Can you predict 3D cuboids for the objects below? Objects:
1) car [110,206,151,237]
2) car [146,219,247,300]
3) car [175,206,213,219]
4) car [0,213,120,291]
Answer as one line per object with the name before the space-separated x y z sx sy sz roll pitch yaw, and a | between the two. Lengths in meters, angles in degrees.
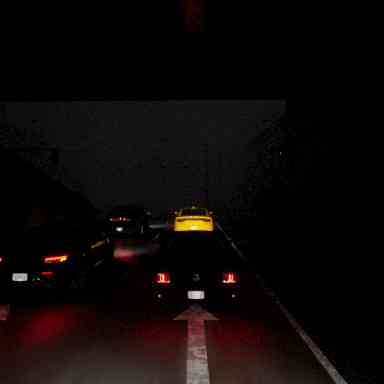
car | -3.414 1.505 18.072 1.837 1.490 4.892 0 0 0
car | 0.085 1.601 8.322 1.895 1.301 4.718 0 0 0
car | 0.087 1.478 17.665 1.882 1.535 5.008 0 0 0
car | -3.418 1.526 8.913 1.812 1.442 4.674 0 0 0
